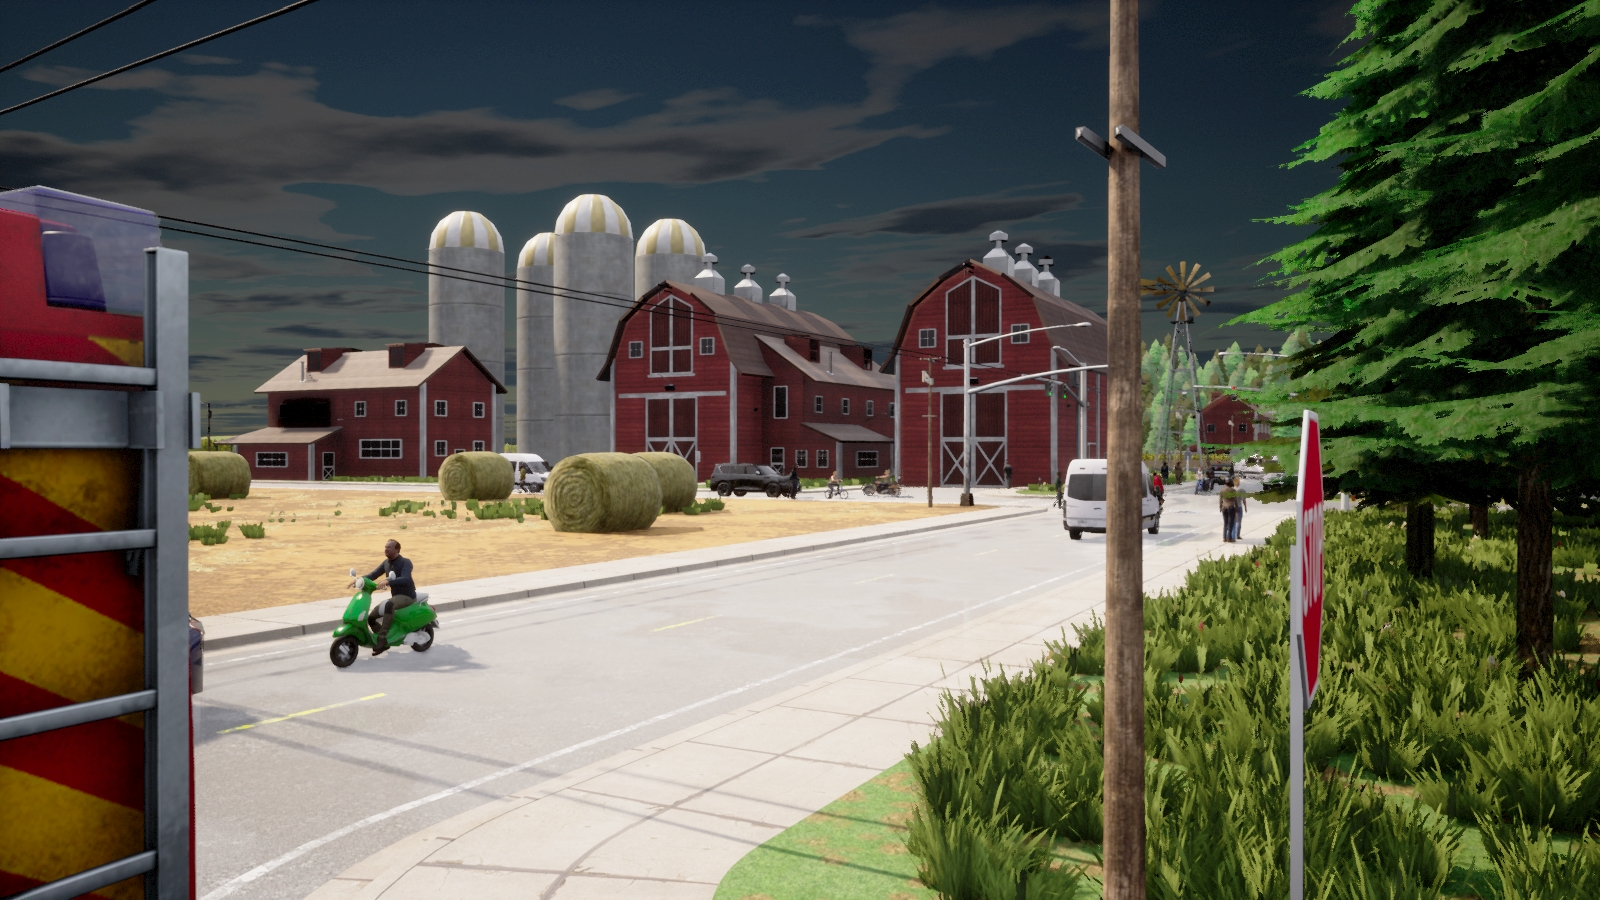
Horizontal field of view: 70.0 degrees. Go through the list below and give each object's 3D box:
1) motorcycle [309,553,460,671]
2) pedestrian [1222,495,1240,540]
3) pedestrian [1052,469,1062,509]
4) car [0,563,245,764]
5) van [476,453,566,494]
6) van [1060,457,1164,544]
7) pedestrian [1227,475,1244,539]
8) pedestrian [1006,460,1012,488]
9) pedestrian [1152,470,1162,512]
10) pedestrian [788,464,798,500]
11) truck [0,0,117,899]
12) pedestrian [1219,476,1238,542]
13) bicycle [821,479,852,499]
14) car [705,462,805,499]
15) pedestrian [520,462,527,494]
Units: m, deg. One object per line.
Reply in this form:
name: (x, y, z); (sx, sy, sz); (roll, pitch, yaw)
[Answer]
motorcycle: (-5.597, 2.142, 15.500); (0.856, 1.316, 1.805); (0, 0, 29)
pedestrian: (12.633, 1.976, 33.497); (0.375, 1.300, 0.375); (0, 0, 42)
pedestrian: (12.122, 1.843, 53.948); (0.375, 1.860, 0.375); (0, 0, 27)
car: (-8.075, 2.059, 10.760); (2.163, 1.488, 4.792); (0, 0, 27)
van: (-18.424, 1.495, 75.410); (5.915, 2.561, 1.988); (0, 1, 27)
van: (10.277, 1.534, 37.300); (1.988, 2.561, 5.915); (0, 0, 28)
pedestrian: (12.993, 1.694, 34.066); (0.375, 1.860, 0.375); (0, 0, 41)
pedestrian: (13.502, 1.550, 73.912); (0.375, 1.860, 0.375); (0, 0, 9)
pedestrian: (16.182, 1.846, 51.780); (0.375, 1.860, 0.375); (0, 0, 28)
pedestrian: (-0.362, 1.671, 60.150); (0.375, 1.860, 0.375); (0, 0, 40)
truck: (-6.208, 0.863, 3.464); (8.468, 3.827, 2.891); (0, 0, 25)
pedestrian: (12.299, 1.695, 32.800); (0.375, 1.860, 0.375); (0, 0, -43)
bicycle: (2.064, 2.220, 64.744); (1.487, 1.080, 0.859); (0, 0, 28)
car: (-2.655, 1.752, 67.201); (5.566, 2.045, 2.150); (0, 0, 28)
pedestrian: (-16.380, 1.669, 67.722); (0.375, 1.860, 0.375); (0, 0, -14)
